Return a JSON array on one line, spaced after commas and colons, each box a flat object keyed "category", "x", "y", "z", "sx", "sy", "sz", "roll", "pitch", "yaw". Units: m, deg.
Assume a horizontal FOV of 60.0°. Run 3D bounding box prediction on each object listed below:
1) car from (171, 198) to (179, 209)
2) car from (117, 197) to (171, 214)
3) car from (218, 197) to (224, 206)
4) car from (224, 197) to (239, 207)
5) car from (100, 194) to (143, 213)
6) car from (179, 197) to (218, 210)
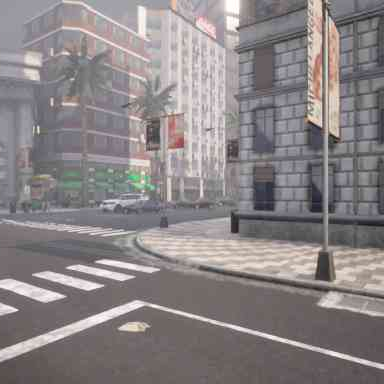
[{"category": "car", "x": -1.771, "y": 1.526, "z": 45.847, "sx": 1.812, "sy": 1.442, "sz": 4.674, "roll": 0, "pitch": 0, "yaw": 37}, {"category": "car", "x": -5.056, "y": 1.547, "z": 35.651, "sx": 2.033, "sy": 1.411, "sz": 5.357, "roll": 0, "pitch": 0, "yaw": 36}, {"category": "car", "x": 4.881, "y": 1.492, "z": 53.605, "sx": 4.902, "sy": 1.511, "sz": 2.128, "roll": 0, "pitch": 0, "yaw": -44}, {"category": "car", "x": 7.438, "y": 1.564, "z": 51.225, "sx": 4.181, "sy": 1.385, "sz": 1.994, "roll": 0, "pitch": 0, "yaw": -43}, {"category": "car", "x": -7.771, "y": 1.221, "z": 37.844, "sx": 2.150, "sy": 2.045, "sz": 5.566, "roll": 0, "pitch": 0, "yaw": 36}, {"category": "car", "x": 0.907, "y": 1.478, "z": 43.629, "sx": 1.882, "sy": 1.535, "sz": 5.008, "roll": 0, "pitch": 0, "yaw": 38}]
